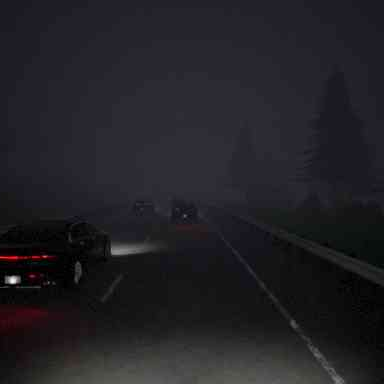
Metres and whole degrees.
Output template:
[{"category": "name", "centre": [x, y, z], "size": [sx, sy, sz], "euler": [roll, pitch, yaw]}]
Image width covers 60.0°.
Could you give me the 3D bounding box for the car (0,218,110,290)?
[{"category": "car", "centre": [-3.537, 1.453, 8.918], "size": [1.837, 1.490, 4.892], "euler": [0, 0, -1]}]

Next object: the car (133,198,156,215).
[{"category": "car", "centre": [-4.543, 1.305, 31.736], "size": [2.128, 1.511, 4.902], "euler": [0, 0, -4]}]

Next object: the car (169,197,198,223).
[{"category": "car", "centre": [-0.591, 1.348, 24.203], "size": [2.128, 1.511, 4.902], "euler": [0, 0, -3]}]
